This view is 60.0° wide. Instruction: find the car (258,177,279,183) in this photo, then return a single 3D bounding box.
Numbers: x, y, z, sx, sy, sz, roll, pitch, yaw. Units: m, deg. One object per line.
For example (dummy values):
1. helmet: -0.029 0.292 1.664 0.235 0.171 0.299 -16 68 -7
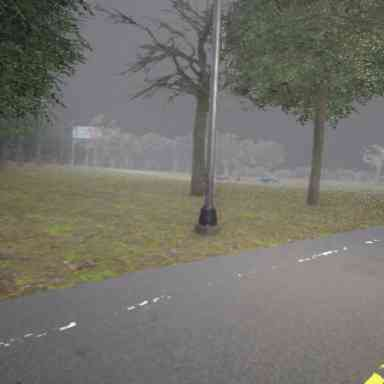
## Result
1. car: 16.579 -2.578 71.825 1.882 1.535 5.008 1 4 -41
